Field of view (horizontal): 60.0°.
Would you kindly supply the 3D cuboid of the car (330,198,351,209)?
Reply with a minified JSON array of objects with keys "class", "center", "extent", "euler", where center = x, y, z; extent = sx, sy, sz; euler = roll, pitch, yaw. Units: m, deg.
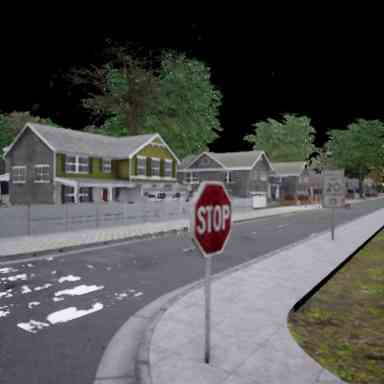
[{"class":"car","center":[19.192,1.445,43.084],"extent":[1.994,1.385,4.181],"euler":[1,0,35]}]
